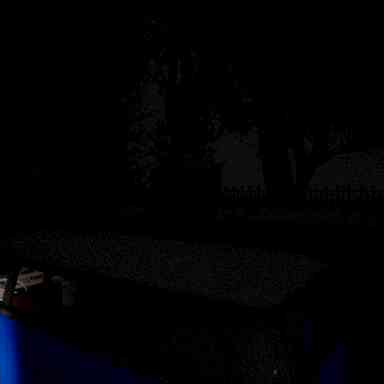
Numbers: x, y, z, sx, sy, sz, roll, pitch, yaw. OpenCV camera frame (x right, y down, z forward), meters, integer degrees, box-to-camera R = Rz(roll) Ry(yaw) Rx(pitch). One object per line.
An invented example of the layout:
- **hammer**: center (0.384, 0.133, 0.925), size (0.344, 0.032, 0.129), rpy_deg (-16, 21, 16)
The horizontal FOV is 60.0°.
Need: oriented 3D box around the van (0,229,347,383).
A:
- **van**: center (-0.657, 1.341, 3.180), size (3.998, 1.788, 1.690), rpy_deg (0, 0, 35)
